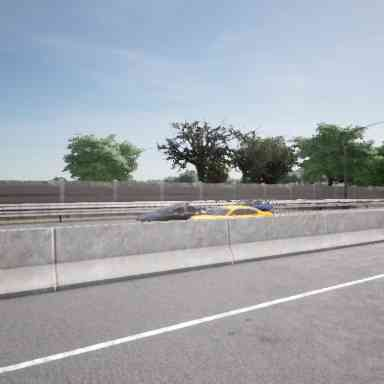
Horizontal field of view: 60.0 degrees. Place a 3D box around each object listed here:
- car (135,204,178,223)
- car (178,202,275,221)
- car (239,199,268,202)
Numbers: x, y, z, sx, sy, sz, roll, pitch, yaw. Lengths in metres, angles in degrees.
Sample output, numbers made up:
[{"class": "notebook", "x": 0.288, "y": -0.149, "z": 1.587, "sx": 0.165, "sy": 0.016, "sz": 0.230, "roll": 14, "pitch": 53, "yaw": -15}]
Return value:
[{"class": "car", "x": -0.945, "y": 1.500, "z": 19.697, "sx": 4.892, "sy": 1.490, "sz": 1.837, "roll": 0, "pitch": 0, "yaw": -32}, {"class": "car", "x": 2.033, "y": 1.474, "z": 17.435, "sx": 5.008, "sy": 1.535, "sz": 1.882, "roll": 0, "pitch": 0, "yaw": -32}, {"class": "car", "x": 4.620, "y": 1.357, "z": 27.318, "sx": 4.553, "sy": 1.767, "sz": 2.097, "roll": 0, "pitch": 0, "yaw": -32}]
